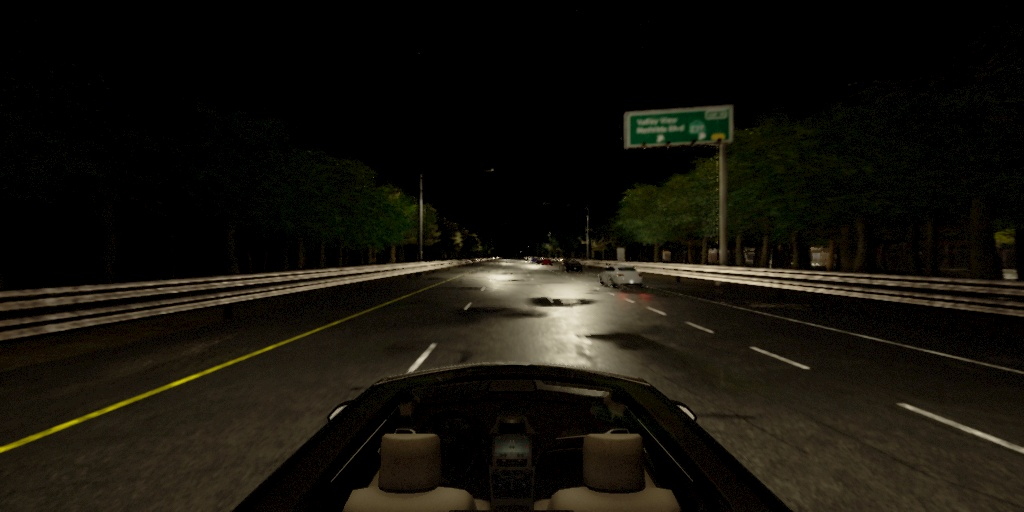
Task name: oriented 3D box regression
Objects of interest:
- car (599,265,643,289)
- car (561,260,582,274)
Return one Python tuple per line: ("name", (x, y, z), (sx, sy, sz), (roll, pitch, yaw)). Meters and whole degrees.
("car", (7.001, 1.282, 23.303), (1.812, 1.442, 4.674), (0, 0, 0))
("car", (7.004, 1.237, 42.236), (1.882, 1.535, 5.008), (0, 0, 0))
